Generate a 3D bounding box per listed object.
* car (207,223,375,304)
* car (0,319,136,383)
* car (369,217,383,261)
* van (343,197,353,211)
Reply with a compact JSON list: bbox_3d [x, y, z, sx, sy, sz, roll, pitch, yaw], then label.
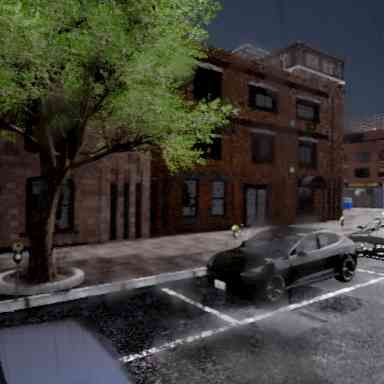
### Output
[{"bbox_3d":[2.366,1.561,8.186,4.313,1.339,1.947,0,1,-35],"label":"car"},{"bbox_3d":[-2.788,1.549,1.393,5.357,1.411,2.033,0,0,-35],"label":"car"},{"bbox_3d":[6.998,1.541,11.486,4.403,1.369,2.008,0,1,-35],"label":"car"},{"bbox_3d":[20.103,1.615,45.903,1.690,1.788,3.998,0,-1,-35],"label":"van"}]
